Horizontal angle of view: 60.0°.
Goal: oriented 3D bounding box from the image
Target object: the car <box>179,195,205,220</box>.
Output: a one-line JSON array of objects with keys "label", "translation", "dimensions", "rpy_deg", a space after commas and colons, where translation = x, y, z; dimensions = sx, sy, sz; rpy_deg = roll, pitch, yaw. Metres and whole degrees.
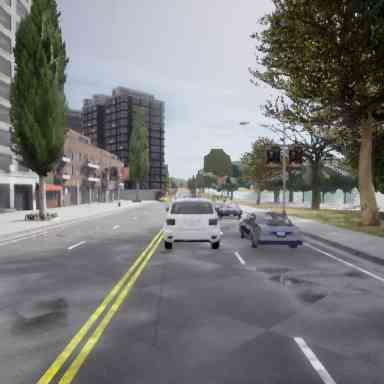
[{"label": "car", "translation": [-0.001, 1.285, 29.684], "dimensions": [2.150, 2.045, 5.566], "rpy_deg": [0, 0, 0]}]

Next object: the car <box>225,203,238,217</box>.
[{"label": "car", "translation": [3.249, 1.643, 29.684], "dimensions": [1.895, 1.301, 4.718], "rpy_deg": [0, 0, 0]}]

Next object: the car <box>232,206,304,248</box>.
[{"label": "car", "translation": [3.249, 1.566, 14.652], "dimensions": [2.033, 1.411, 5.357], "rpy_deg": [0, 0, 0]}]

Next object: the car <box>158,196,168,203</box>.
[{"label": "car", "translation": [-6.501, 1.732, 75.943], "dimensions": [1.882, 1.535, 5.008], "rpy_deg": [0, -1, 0]}]

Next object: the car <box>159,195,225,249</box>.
[{"label": "car", "translation": [-0.001, 1.261, 14.681], "dimensions": [2.150, 2.045, 5.566], "rpy_deg": [0, 0, 0]}]

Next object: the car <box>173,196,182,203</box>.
[{"label": "car", "translation": [-3.251, 1.732, 75.943], "dimensions": [1.882, 1.535, 5.008], "rpy_deg": [0, -1, 0]}]
